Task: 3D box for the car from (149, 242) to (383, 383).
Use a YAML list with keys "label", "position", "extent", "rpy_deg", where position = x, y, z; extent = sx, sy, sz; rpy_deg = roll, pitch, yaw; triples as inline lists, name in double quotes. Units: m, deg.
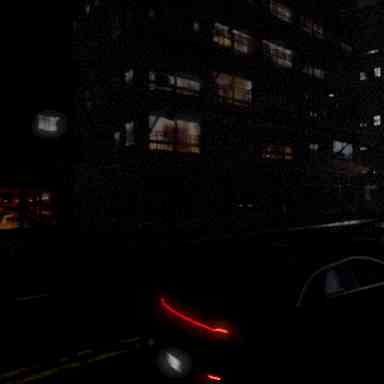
- label: "car"
  position: [1.781, 1.487, 4.758]
  extent: [4.902, 1.511, 2.128]
  rpy_deg: [0, 0, -36]
